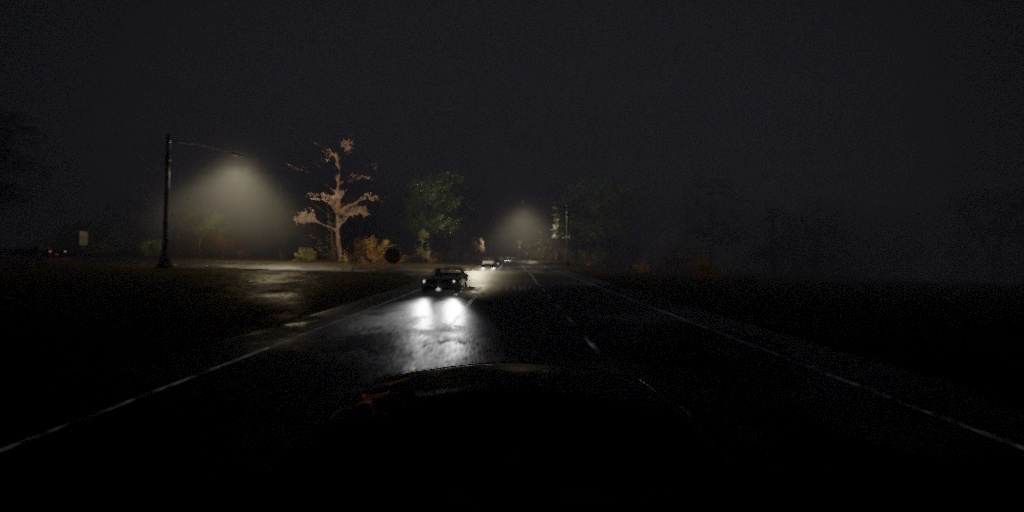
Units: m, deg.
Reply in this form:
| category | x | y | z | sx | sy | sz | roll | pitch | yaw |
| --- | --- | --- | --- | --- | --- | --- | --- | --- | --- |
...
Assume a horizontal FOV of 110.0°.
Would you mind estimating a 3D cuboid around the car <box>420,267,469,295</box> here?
| category | x | y | z | sx | sy | sz | roll | pitch | yaw |
| --- | --- | --- | --- | --- | --- | --- | --- | --- | --- |
| car | -3.480 | 1.280 | 19.251 | 1.895 | 1.301 | 4.718 | 0 | 0 | 0 |

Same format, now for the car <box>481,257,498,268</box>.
| category | x | y | z | sx | sy | sz | roll | pitch | yaw |
| --- | --- | --- | --- | --- | --- | --- | --- | --- | --- |
| car | -3.532 | 1.022 | 54.094 | 1.812 | 1.442 | 4.674 | 0 | 0 | 0 |

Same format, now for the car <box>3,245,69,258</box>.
| category | x | y | z | sx | sy | sz | roll | pitch | yaw |
| --- | --- | --- | --- | --- | --- | --- | --- | --- | --- |
| car | -49.340 | -0.493 | 37.139 | 4.718 | 1.301 | 1.895 | 2 | 0 | 0 |
